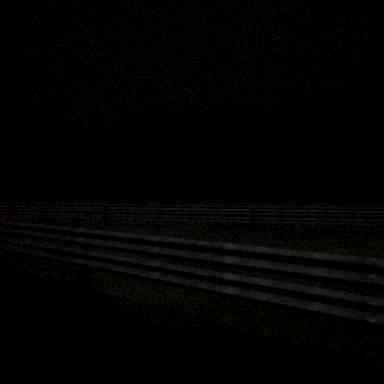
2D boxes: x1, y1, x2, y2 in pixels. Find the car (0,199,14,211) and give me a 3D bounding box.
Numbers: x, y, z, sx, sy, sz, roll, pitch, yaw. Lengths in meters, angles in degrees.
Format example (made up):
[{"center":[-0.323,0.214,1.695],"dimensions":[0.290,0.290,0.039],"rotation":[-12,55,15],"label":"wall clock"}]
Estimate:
[{"center":[-19.902,1.488,32.668],"dimensions":[4.553,1.767,2.097],"rotation":[0,0,20],"label":"car"}]
